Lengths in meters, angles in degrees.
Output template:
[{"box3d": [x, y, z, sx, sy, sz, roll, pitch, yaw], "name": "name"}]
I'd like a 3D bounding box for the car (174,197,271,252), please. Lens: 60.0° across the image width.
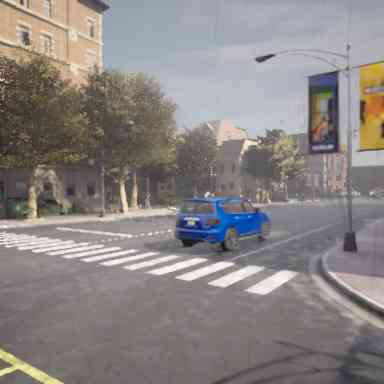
[{"box3d": [1.508, 1.245, 14.476, 2.150, 2.045, 5.566, 0, 0, 35], "name": "car"}]
